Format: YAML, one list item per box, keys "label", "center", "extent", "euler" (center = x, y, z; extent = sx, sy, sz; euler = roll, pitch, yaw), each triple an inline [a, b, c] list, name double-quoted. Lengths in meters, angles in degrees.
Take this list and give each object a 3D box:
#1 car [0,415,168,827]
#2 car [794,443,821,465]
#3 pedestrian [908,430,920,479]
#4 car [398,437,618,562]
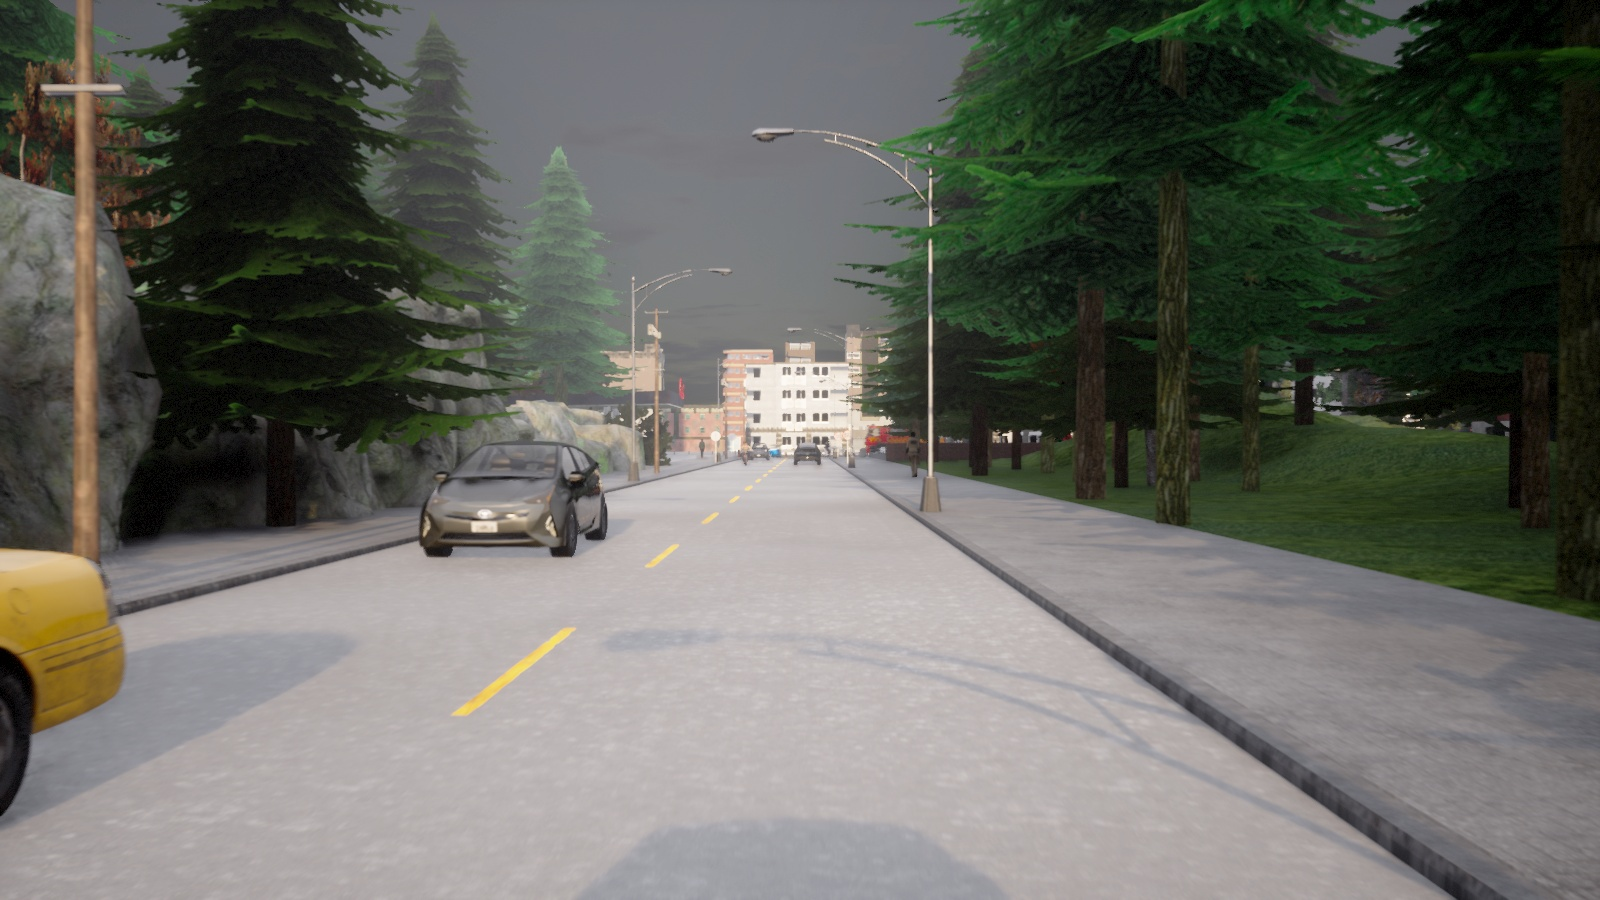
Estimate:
- label: "car"
  center: [-3.965, 0.662, 3.379]
  extent: [1.801, 1.575, 5.366]
  euler: [0, 0, 0]
- label: "car"
  center: [0.504, 0.261, 87.120]
  extent: [1.837, 1.490, 4.892]
  euler: [0, 0, 0]
- label: "pedestrian"
  center: [4.525, 0.178, 49.957]
  extent: [0.396, 1.930, 0.692]
  euler: [0, 0, -2]
- label: "car"
  center: [-3.884, 0.591, 17.573]
  extent: [2.007, 1.525, 4.514]
  euler: [0, 0, 0]
